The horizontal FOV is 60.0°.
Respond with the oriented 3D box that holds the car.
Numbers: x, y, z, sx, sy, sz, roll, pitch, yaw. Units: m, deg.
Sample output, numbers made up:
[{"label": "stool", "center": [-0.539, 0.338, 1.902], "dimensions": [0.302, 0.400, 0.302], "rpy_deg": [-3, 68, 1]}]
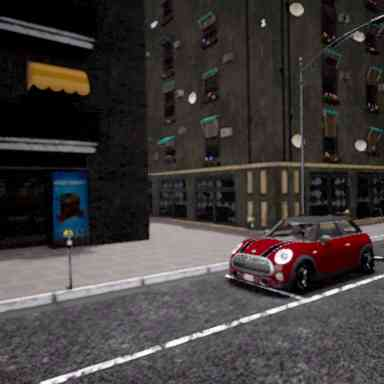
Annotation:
[{"label": "car", "center": [2.896, 1.382, 8.642], "dimensions": [4.097, 1.590, 1.967], "rpy_deg": [-1, -1, -35]}]
